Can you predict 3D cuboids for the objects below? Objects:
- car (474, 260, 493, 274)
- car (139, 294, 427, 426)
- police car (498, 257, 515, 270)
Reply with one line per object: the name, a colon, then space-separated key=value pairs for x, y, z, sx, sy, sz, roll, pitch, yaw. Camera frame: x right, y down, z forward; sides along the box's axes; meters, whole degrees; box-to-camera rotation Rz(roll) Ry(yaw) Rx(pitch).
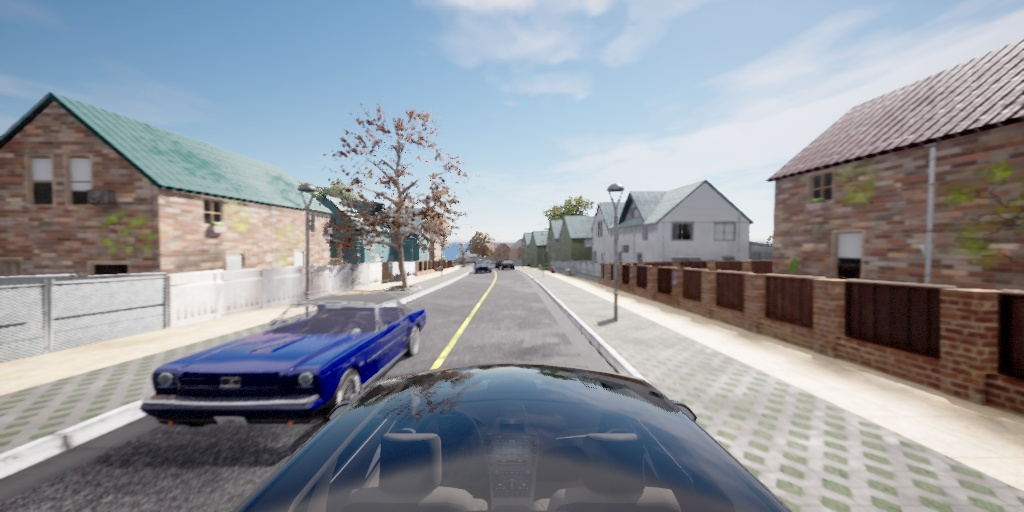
car: x=-3.483 y=1.218 z=43.806 sx=2.097 sy=1.767 sz=4.553 roll=0 pitch=0 yaw=-3
car: x=-2.837 y=1.351 z=5.820 sx=1.895 sy=1.301 sz=4.718 roll=0 pitch=0 yaw=0
police car: x=-0.698 y=1.370 z=56.484 sx=1.930 sy=1.638 sz=5.238 roll=0 pitch=0 yaw=-5
